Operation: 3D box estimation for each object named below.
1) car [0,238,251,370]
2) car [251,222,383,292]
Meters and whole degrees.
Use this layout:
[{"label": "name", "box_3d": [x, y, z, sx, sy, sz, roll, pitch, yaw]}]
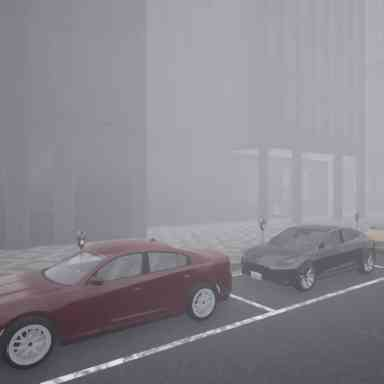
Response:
[{"label": "car", "box_3d": [-1.330, 1.545, 5.699, 4.507, 1.381, 1.887, 0, 0, -35]}, {"label": "car", "box_3d": [3.262, 1.566, 8.966, 4.313, 1.339, 1.947, 0, 0, -35]}]
